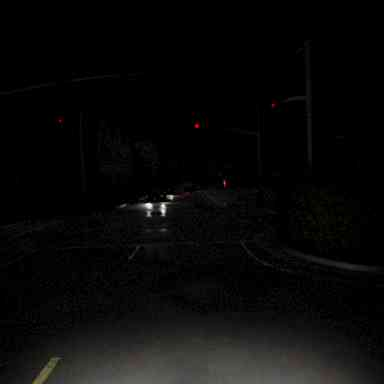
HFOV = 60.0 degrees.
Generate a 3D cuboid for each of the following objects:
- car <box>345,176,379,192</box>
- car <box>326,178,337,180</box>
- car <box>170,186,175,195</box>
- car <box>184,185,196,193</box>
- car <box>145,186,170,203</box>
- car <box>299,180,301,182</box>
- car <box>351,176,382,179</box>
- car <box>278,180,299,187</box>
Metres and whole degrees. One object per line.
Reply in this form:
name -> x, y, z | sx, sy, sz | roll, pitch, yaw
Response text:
car -> 22.117, -1.092, 43.484 | 1.932, 1.855, 4.605 | -2, 2, -1
car -> 25.120, -1.753, 60.879 | 2.152, 1.636, 5.027 | -2, 2, -1
car -> -3.865, -0.225, 53.924 | 1.994, 1.385, 4.181 | -2, 2, -1
car -> -0.335, -0.606, 60.048 | 1.812, 1.442, 4.674 | -2, 2, 0
car -> -3.803, 0.356, 36.123 | 1.812, 1.442, 4.674 | -2, 2, 0
car -> 18.712, -1.426, 60.517 | 1.970, 1.475, 3.806 | -2, 2, -1
car -> 18.893, -0.719, 35.599 | 1.905, 1.878, 3.866 | -2, 2, -1
car -> 15.110, -0.981, 53.450 | 2.007, 1.523, 4.514 | -2, 2, -1
